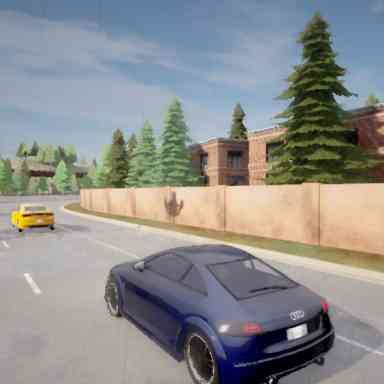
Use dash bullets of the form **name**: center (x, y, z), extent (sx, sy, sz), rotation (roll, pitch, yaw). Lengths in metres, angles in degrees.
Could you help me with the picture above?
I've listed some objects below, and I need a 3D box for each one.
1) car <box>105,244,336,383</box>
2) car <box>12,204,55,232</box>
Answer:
- **car**: center (0.091, 1.562, 5.455), extent (1.994, 1.385, 4.181), rotation (0, 0, -34)
- **car**: center (-9.785, 1.471, 20.360), extent (1.882, 1.535, 5.008), rotation (0, 0, -34)
